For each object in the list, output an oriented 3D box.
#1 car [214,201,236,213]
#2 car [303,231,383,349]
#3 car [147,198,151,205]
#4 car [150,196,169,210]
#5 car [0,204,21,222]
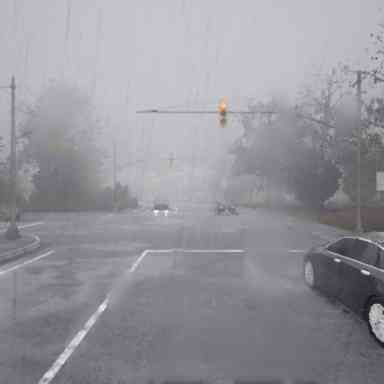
[{"bbox_3d":[3.515,1.595,36.434,1.895,1.301,4.718,0,0,-1],"label":"car"},{"bbox_3d":[3.613,1.500,6.202,1.837,1.490,4.892,0,0,0],"label":"car"},{"bbox_3d":[-9.136,2.165,75.969,1.837,1.490,4.892,0,-1,-16],"label":"car"},{"bbox_3d":[-3.950,1.597,43.602,2.033,1.411,5.357,0,-1,-3],"label":"car"},{"bbox_3d":[-16.081,1.625,26.708,4.181,1.385,1.994,-1,0,-2],"label":"car"}]
